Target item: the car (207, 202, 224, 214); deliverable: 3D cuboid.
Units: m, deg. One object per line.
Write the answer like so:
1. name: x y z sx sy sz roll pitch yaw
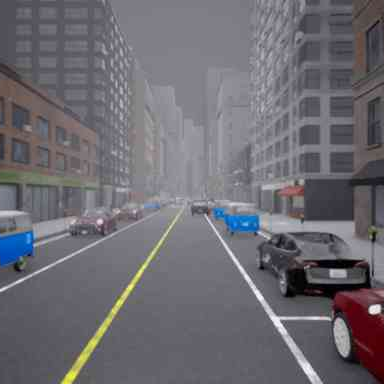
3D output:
1. car: 2.845 1.974 41.579 1.802 1.307 4.206 0 -1 0

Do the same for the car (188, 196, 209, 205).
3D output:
1. car: 0.887 1.796 47.227 2.097 1.767 4.553 0 -1 0

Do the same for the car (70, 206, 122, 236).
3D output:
1. car: -5.675 1.625 19.574 1.967 1.590 4.097 0 -1 0

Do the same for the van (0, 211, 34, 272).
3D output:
1. van: -5.672 1.423 8.572 1.690 1.788 3.998 0 -1 0

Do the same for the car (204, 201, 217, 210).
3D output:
1. car: 2.843 2.078 52.581 1.802 1.307 4.206 0 -1 0

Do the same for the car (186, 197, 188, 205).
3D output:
1. car: -0.019 2.114 72.491 1.994 1.385 4.181 0 -1 0

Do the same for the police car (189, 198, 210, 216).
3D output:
1. police car: 0.890 1.778 37.366 1.930 1.638 5.238 0 -1 0

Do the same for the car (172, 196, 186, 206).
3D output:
1. car: -3.019 2.203 71.783 2.128 1.511 4.902 0 -1 0

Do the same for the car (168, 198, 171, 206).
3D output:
1. car: -5.686 2.168 63.582 1.947 1.339 4.313 0 -1 0

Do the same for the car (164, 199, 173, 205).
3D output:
1. car: -5.691 2.328 80.085 1.947 1.339 4.313 0 -1 0

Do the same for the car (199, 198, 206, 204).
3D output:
1. car: 2.831 2.437 91.089 1.947 1.339 4.313 0 -1 0

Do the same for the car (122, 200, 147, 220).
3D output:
1. car: -5.677 1.729 30.576 1.967 1.590 4.097 0 -1 0

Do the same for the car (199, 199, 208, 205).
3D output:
1. car: 2.834 2.313 80.087 2.008 1.369 4.403 0 -1 0

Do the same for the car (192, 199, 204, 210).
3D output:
1. car: 0.886 1.960 53.445 1.801 1.575 5.366 0 -1 0

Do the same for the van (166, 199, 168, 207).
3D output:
1. van: -5.685 1.890 58.082 1.690 1.788 3.998 0 -1 0

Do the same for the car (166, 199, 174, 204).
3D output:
1. car: -5.693 2.399 85.586 1.802 1.307 4.206 0 -1 0

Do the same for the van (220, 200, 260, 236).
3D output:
1. van: 2.850 1.526 19.577 1.690 1.788 3.998 0 -1 0

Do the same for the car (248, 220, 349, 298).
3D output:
1. car: 2.854 1.648 8.572 1.947 1.339 4.313 0 -1 0

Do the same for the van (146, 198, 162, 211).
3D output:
1. van: -5.682 1.785 47.081 1.690 1.788 3.998 0 -1 0

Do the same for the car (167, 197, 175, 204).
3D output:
1. car: -5.694 2.312 91.088 1.967 1.590 4.097 0 -1 0

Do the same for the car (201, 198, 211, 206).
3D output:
1. car: 2.838 2.095 69.086 1.967 1.590 4.097 0 -1 0

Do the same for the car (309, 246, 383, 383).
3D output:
1. car: 2.856 1.575 3.071 1.887 1.381 4.507 0 -1 0

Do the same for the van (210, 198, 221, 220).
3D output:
1. van: 2.848 1.630 30.579 1.690 1.788 3.998 0 -1 0

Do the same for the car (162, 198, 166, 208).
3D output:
1. car: -5.683 2.047 52.579 2.008 1.369 4.403 0 -1 0

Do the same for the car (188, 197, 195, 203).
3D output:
1. car: -0.023 2.200 87.597 1.837 1.490 4.892 0 -1 0
